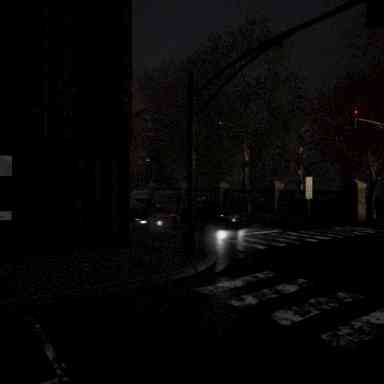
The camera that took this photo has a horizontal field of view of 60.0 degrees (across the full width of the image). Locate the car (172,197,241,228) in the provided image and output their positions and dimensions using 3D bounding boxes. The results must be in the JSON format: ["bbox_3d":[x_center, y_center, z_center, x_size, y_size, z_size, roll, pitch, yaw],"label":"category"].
[{"bbox_3d":[0.967,1.255,20.448,1.812,1.442,4.674,0,1,-36],"label":"car"}]

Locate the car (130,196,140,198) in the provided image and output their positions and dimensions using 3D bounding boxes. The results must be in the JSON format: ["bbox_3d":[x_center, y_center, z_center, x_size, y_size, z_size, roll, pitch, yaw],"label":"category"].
[{"bbox_3d":[-5.870,1.158,25.459,1.802,1.307,4.206,2,0,-36],"label":"car"}]

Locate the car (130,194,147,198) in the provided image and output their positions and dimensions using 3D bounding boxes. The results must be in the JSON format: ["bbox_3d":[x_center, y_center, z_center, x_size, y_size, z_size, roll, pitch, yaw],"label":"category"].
[{"bbox_3d":[-4.394,1.093,27.820,1.812,1.442,4.674,0,1,-36],"label":"car"}]

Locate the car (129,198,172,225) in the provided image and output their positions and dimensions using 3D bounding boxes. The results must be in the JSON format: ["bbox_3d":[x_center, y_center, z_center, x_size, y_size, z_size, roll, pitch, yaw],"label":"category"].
[{"bbox_3d":[-2.612,1.257,20.983,1.802,1.307,4.206,2,0,-36],"label":"car"}]

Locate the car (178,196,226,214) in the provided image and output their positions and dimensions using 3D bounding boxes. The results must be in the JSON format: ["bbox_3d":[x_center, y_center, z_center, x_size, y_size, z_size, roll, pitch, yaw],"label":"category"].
[{"bbox_3d":[0.809,1.129,30.524,1.752,1.417,4.829,1,0,-36],"label":"car"}]

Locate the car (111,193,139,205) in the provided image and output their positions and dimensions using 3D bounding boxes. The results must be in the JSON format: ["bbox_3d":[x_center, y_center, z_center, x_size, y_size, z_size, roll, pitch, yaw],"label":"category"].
[{"bbox_3d":[-8.866,0.864,43.817,2.008,1.369,4.403,1,0,-36],"label":"car"}]
